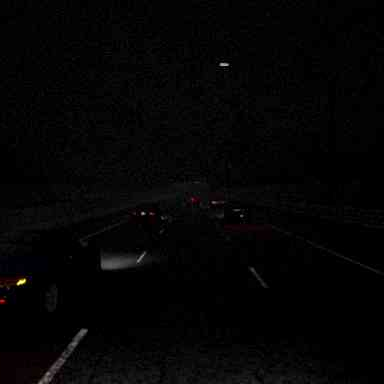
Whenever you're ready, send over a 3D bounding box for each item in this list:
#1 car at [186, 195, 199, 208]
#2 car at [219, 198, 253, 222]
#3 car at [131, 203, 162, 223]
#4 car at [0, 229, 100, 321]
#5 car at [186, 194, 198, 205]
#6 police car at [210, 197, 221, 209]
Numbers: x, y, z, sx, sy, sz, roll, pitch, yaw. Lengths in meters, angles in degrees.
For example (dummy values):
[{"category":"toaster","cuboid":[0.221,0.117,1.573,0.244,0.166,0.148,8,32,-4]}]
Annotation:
[{"category":"car","cuboid":[0.100,1.505,48.259,2.128,1.511,4.902,0,0,0]},{"category":"car","cuboid":[3.577,1.510,26.260,2.128,1.511,4.902,0,0,0]},{"category":"car","cuboid":[-3.400,1.565,25.664,2.033,1.411,5.357,0,0,0]},{"category":"car","cuboid":[-3.400,1.532,7.197,1.812,1.442,4.674,0,0,0]},{"category":"car","cuboid":[0.000,1.357,61.139,2.097,1.767,4.553,0,0,0]},{"category":"police car","cuboid":[3.517,1.517,45.847,2.038,1.542,4.974,0,0,0]}]
